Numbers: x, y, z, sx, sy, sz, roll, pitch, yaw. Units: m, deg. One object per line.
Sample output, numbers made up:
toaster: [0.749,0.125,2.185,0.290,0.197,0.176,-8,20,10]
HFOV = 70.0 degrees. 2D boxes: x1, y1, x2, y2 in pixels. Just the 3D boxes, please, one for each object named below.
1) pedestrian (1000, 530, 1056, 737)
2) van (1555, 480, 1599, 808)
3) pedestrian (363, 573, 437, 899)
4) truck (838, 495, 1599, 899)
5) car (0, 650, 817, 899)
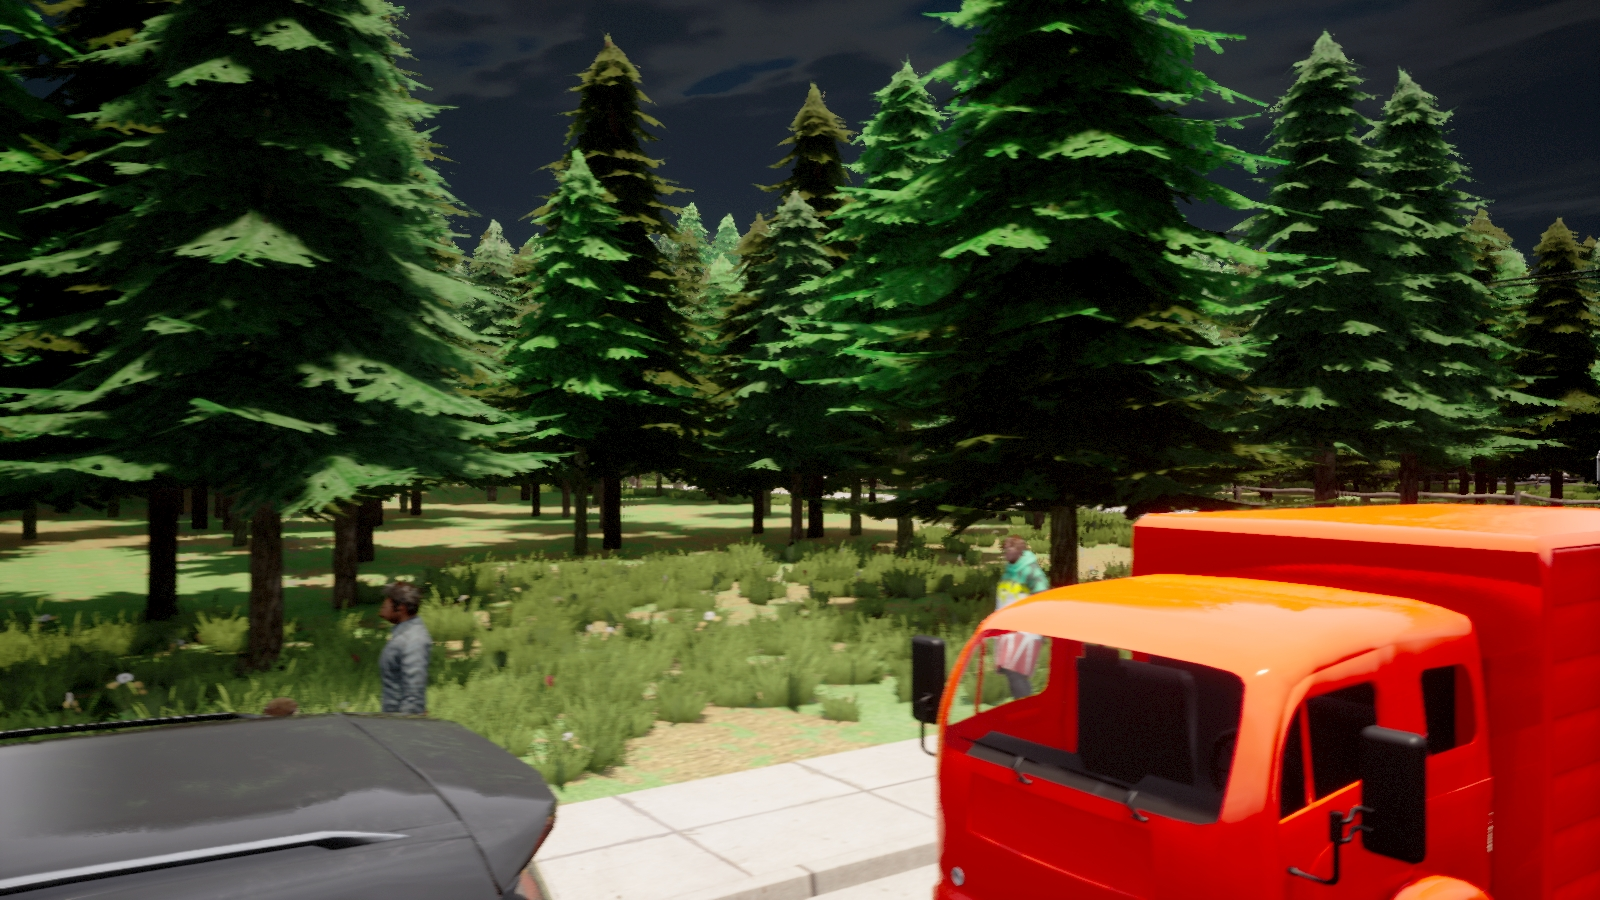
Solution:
pedestrian: [2.126,1.694,10.682,0.375,1.860,0.375,0,0,-19]
van: [9.107,1.535,10.136,5.915,2.561,1.988,0,0,-35]
pedestrian: [-2.402,1.695,6.881,0.375,1.860,0.375,0,0,-13]
truck: [3.070,1.568,5.943,5.204,2.467,2.627,0,0,-35]
car: [-2.859,1.780,1.848,5.566,2.045,2.150,0,0,-35]
